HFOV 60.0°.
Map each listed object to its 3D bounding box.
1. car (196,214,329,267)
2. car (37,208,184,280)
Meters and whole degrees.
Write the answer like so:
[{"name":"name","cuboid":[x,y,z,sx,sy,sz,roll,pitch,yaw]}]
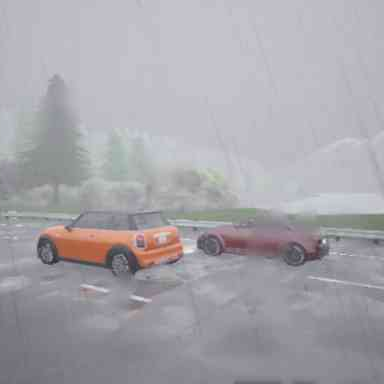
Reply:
[{"name":"car","cuboid":[2.215,1.419,10.912,4.181,1.385,1.994,0,1,34]},{"name":"car","cuboid":[-2.550,1.259,9.873,4.553,1.767,2.097,0,1,33]}]
